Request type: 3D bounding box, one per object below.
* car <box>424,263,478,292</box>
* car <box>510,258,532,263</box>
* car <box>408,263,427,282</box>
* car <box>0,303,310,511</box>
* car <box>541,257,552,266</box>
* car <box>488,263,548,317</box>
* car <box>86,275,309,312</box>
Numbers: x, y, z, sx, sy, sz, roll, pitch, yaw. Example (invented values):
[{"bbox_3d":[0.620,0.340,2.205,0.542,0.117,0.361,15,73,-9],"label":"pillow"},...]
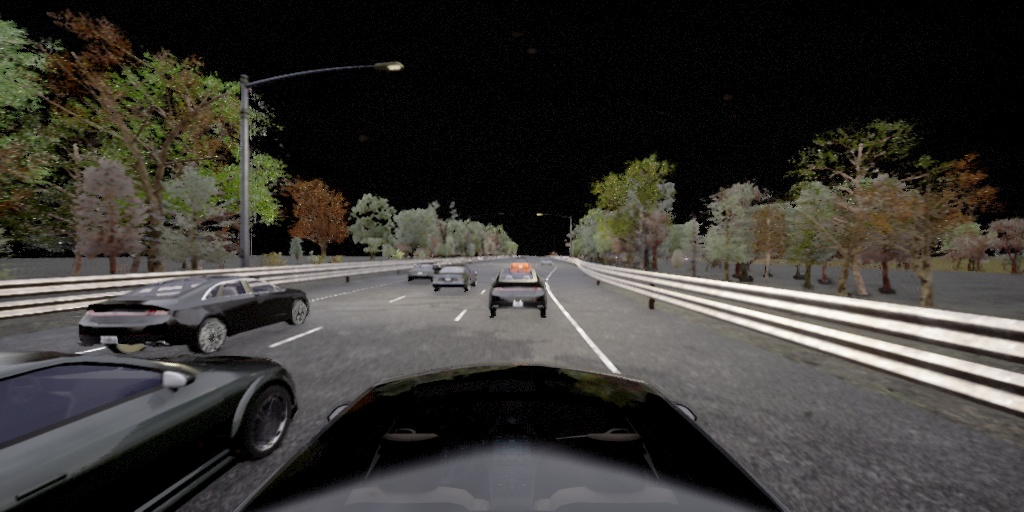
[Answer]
[{"bbox_3d":[-3.143,1.205,20.461,2.033,1.411,5.357,0,0,2],"label":"car"},{"bbox_3d":[0.859,0.948,34.718,2.097,1.767,4.553,0,0,2],"label":"car"},{"bbox_3d":[-6.434,1.187,27.310,1.994,1.385,4.181,0,0,2],"label":"car"},{"bbox_3d":[-3.382,1.308,2.315,1.994,1.385,4.181,0,0,0],"label":"car"},{"bbox_3d":[5.911,1.092,62.131,1.895,1.301,4.718,0,0,4],"label":"car"},{"bbox_3d":[0.208,1.187,12.907,2.128,1.511,4.902,0,0,1],"label":"car"},{"bbox_3d":[-6.846,1.202,8.540,2.128,1.511,4.902,0,0,0],"label":"car"}]
